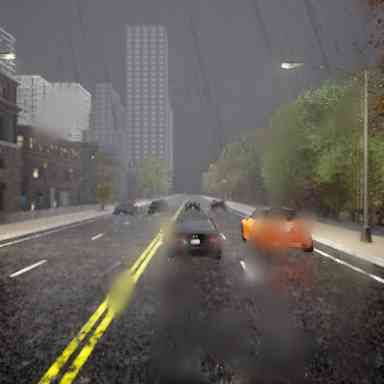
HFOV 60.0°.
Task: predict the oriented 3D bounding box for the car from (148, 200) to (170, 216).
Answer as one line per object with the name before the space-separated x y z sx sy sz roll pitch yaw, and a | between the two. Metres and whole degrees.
car | -3.334 1.585 33.828 1.882 1.535 5.008 0 0 0

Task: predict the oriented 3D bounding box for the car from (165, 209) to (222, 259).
car | 0.100 1.589 12.794 2.033 1.411 5.357 0 0 0

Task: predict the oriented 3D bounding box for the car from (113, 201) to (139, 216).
car | -6.589 1.655 33.835 2.033 1.411 5.357 0 0 0

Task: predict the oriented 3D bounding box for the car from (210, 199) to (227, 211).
car | 3.352 1.625 42.838 2.128 1.511 4.902 0 0 0

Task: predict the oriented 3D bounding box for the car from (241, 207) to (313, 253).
car | 3.350 1.397 13.971 2.097 1.767 4.553 0 0 0

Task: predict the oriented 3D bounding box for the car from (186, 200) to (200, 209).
car | 0.101 1.742 45.349 1.895 1.301 4.718 0 0 0
